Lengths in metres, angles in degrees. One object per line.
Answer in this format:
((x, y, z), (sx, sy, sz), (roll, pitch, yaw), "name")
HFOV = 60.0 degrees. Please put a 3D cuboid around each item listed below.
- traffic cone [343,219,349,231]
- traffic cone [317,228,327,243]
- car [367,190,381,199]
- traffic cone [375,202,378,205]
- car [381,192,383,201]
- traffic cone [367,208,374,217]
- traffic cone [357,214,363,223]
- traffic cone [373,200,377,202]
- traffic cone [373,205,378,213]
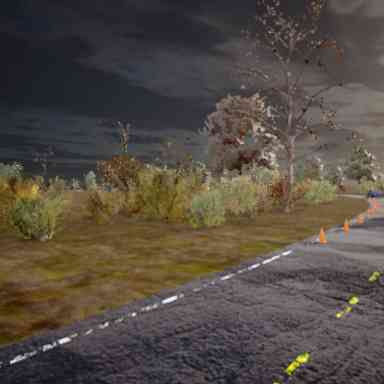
((8.418, 1.788, 18.160), (0.340, 0.580, 0.340), (0, 0, 35), "traffic cone")
((5.524, 1.832, 14.146), (0.340, 0.580, 0.340), (0, 0, 36), "traffic cone")
((40.539, 0.497, 73.653), (2.150, 2.045, 5.566), (0, 0, 15), "car")
((19.219, 1.612, 34.743), (0.340, 0.580, 0.340), (0, 0, 31), "traffic cone")
((15.051, 0.975, 23.672), (2.150, 2.045, 5.566), (0, 0, 33), "car")
((13.975, 1.700, 26.350), (0.340, 0.580, 0.340), (0, 0, 33), "traffic cone")
((11.235, 1.744, 22.229), (0.340, 0.580, 0.340), (0, 0, 34), "traffic cone")
((21.722, 1.569, 39.013), (0.340, 0.580, 0.340), (0, 0, 30), "traffic cone")
((16.637, 1.656, 30.522), (0.340, 0.580, 0.340), (0, 0, 32), "traffic cone")
